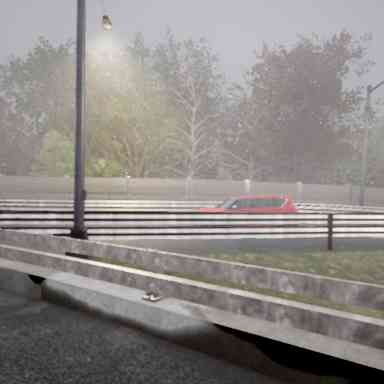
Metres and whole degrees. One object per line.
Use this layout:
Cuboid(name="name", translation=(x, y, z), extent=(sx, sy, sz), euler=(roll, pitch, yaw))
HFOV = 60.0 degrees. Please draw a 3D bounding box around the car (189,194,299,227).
Cuboid(name="car", translation=(2.635, 1.174, 17.035), extent=(5.566, 2.045, 2.150), euler=(-1, 1, -11))
